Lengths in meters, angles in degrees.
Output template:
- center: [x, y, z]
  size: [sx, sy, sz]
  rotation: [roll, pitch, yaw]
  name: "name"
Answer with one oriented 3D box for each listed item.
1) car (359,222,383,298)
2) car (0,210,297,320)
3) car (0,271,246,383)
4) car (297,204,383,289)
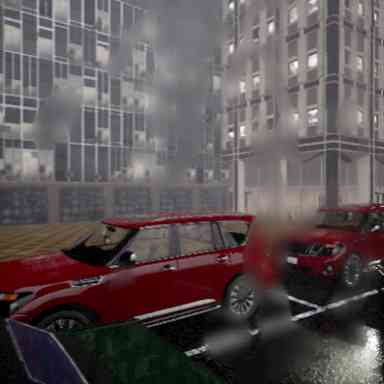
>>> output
- center: [5.910, 1.459, 7.127]
  size: [5.008, 1.535, 1.882]
  rotation: [0, 0, -34]
  name: "car"
- center: [-0.779, 1.293, 5.676]
  size: [5.009, 1.841, 2.192]
  rotation: [0, 0, -35]
  name: "car"
- center: [-1.988, 1.591, 1.668]
  size: [4.718, 1.301, 1.895]
  rotation: [0, 0, -35]
  name: "car"
- center: [4.437, 1.287, 9.264]
  size: [5.009, 1.841, 2.192]
  rotation: [0, 0, -35]
  name: "car"
